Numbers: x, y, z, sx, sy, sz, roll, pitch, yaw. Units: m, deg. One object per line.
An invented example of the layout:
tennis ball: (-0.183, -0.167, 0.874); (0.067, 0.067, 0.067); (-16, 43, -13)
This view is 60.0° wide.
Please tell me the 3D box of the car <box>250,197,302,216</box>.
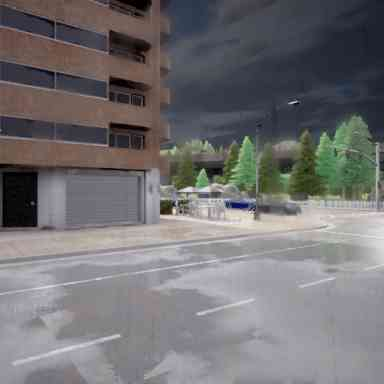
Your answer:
car: (8.079, 1.296, 31.312); (2.097, 1.767, 4.553); (0, 0, -36)

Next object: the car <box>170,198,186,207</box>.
car: (-1.637, 1.470, 44.365); (1.812, 1.442, 4.674); (0, 0, -41)

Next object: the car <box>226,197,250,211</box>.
car: (6.243, 1.422, 39.763); (1.882, 1.535, 5.008); (0, 0, -37)
